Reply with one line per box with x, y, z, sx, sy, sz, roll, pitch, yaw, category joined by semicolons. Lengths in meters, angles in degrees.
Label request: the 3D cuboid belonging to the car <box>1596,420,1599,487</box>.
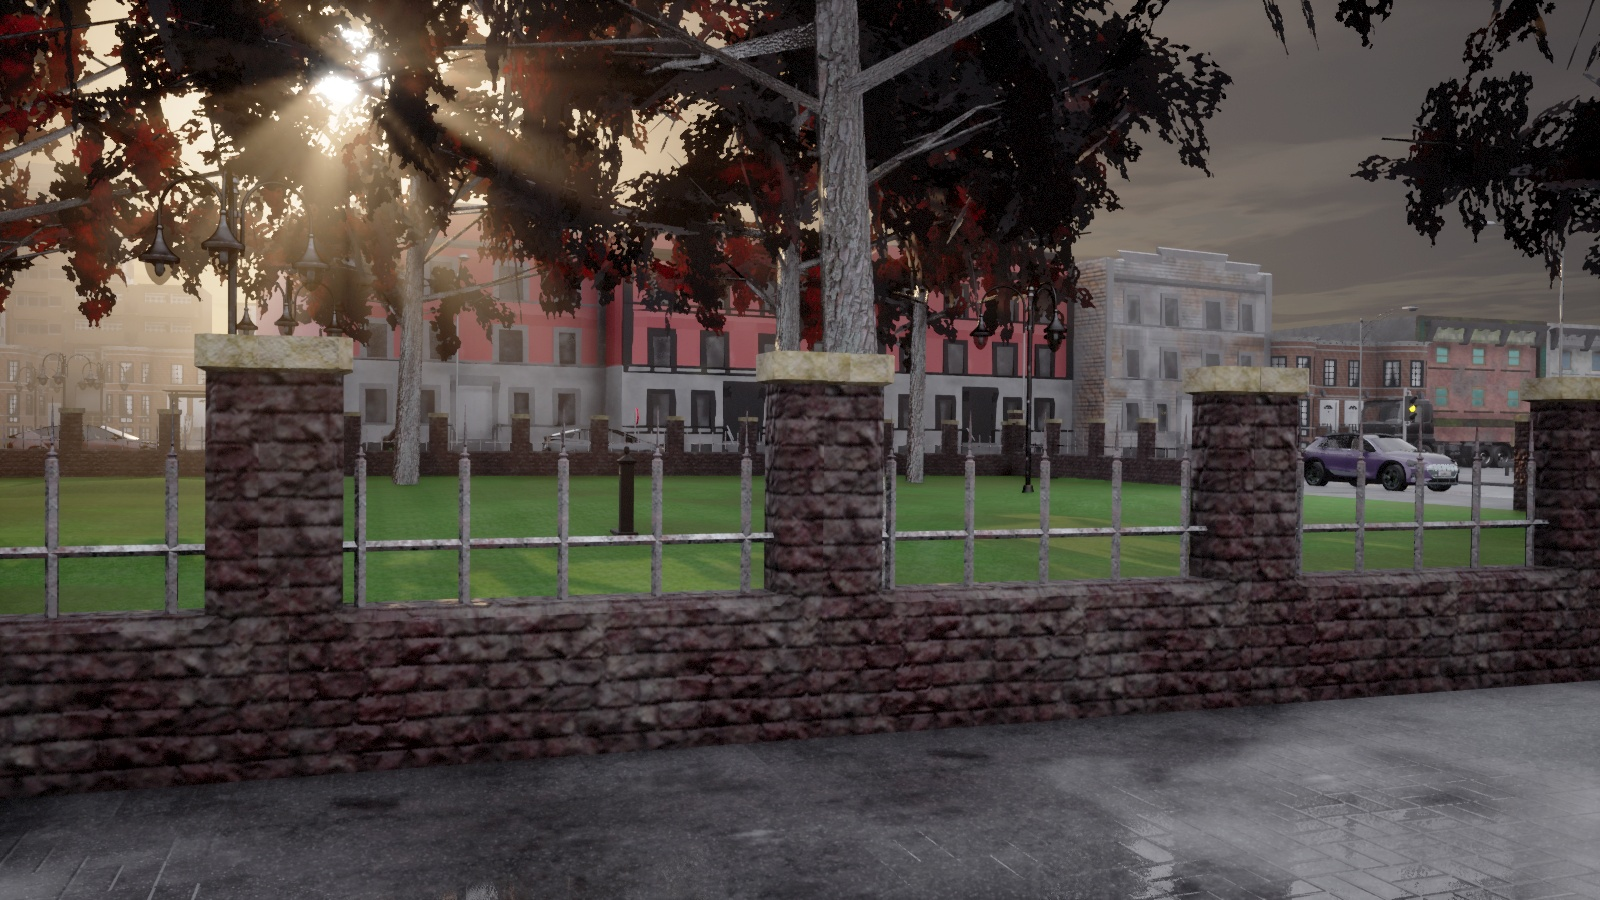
19.865;0.094;26.833;2.007;1.525;4.514;-1;1;-21;car

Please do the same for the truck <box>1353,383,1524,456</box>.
31.763;-1.543;62.450;7.936;3.462;2.891;-1;1;-19;truck

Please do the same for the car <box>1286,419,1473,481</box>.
16.602;-0.041;36.265;2.033;1.649;4.856;-1;1;-21;car

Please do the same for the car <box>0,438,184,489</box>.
-22.266;0.393;39.680;4.792;1.488;2.163;-1;1;-19;car

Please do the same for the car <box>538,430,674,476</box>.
-6.960;0.089;44.948;4.514;1.525;2.007;-1;1;-18;car
